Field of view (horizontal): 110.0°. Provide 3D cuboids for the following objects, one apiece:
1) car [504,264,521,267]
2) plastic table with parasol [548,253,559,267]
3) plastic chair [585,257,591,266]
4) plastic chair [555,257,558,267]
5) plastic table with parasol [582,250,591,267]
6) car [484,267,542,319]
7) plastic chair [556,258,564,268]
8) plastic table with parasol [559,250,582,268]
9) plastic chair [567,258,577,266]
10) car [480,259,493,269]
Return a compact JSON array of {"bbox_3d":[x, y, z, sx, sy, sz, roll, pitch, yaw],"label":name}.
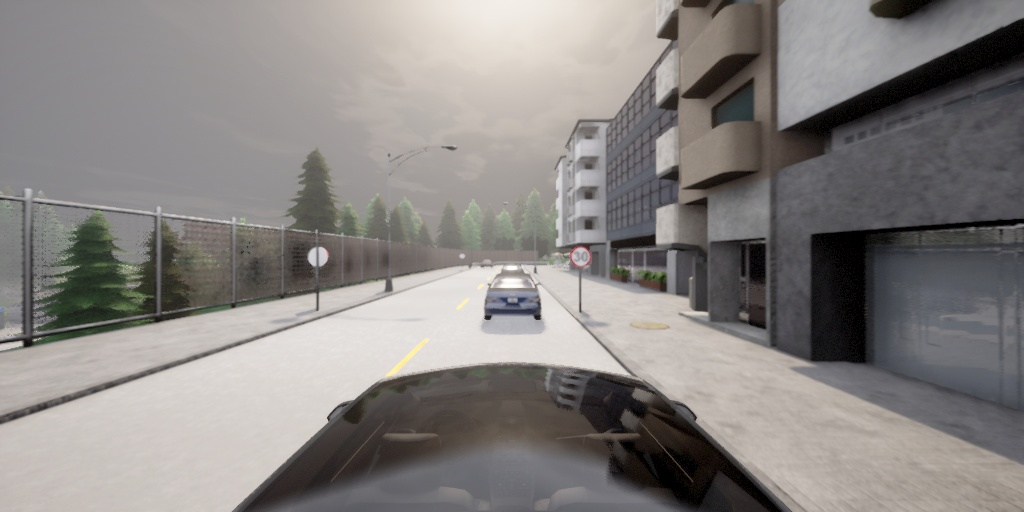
[{"bbox_3d":[0.043,1.302,27.719,2.033,1.411,5.357,0,0,1],"label":"car"},{"bbox_3d":[7.781,0.686,61.402,2.482,2.480,2.482,0,0,0],"label":"plastic table with parasol"},{"bbox_3d":[12.832,1.289,59.275,0.750,1.272,0.730,0,0,10],"label":"plastic chair"},{"bbox_3d":[8.001,1.290,59.992,0.750,1.272,0.730,0,0,10],"label":"plastic chair"},{"bbox_3d":[12.641,0.686,60.685,2.482,2.480,2.482,0,0,0],"label":"plastic table with parasol"},{"bbox_3d":[0.043,1.299,12.719,2.033,1.411,5.357,0,0,1],"label":"car"},{"bbox_3d":[7.763,1.289,57.282,0.730,1.272,0.750,0,0,10],"label":"plastic chair"},{"bbox_3d":[9.242,0.685,57.093,2.482,2.480,2.482,0,0,0],"label":"plastic table with parasol"},{"bbox_3d":[9.254,1.289,55.663,0.750,1.272,0.730,0,0,10],"label":"plastic chair"},{"bbox_3d":[-4.127,1.286,58.859,1.812,1.442,4.674,0,0,0],"label":"car"}]
